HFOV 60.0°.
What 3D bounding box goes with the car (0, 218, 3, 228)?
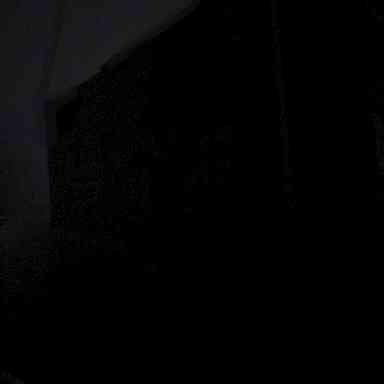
[{"bbox_3d":[-14.442,1.923,21.503,1.812,1.442,4.674,-5,0,6],"label":"car"}]
